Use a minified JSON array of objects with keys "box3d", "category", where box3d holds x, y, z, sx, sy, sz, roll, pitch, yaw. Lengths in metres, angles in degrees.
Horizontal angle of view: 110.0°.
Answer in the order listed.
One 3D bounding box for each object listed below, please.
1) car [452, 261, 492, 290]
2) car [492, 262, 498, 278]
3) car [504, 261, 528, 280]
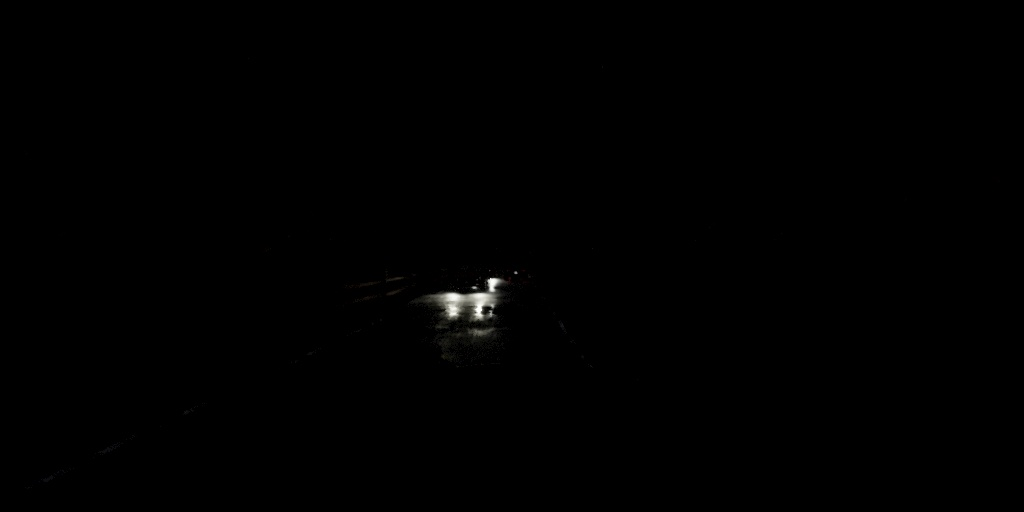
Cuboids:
[{"box3d":[-2.560,1.237,22.812,1.882,1.535,5.008,0,0,1],"category":"car"},{"box3d":[-2.447,1.263,34.100,1.837,1.490,4.892,0,0,1],"category":"car"},{"box3d":[0.338,1.332,31.281,1.994,1.385,4.181,0,0,0],"category":"car"}]
